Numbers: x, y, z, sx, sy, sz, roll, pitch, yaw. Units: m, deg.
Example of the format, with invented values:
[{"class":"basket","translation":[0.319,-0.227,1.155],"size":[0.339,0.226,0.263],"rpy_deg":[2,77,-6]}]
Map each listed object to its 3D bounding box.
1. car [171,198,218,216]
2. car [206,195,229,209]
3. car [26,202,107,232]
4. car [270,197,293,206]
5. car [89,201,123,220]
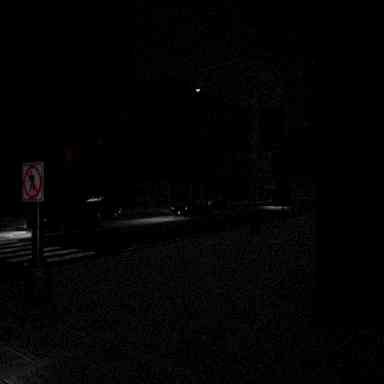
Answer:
[{"class":"car","translation":[0.149,1.494,30.728],"size":[1.895,1.301,4.718],"rpy_deg":[0,0,35]},{"class":"car","translation":[2.503,1.214,39.671],"size":[2.097,1.767,4.553],"rpy_deg":[0,0,35]},{"class":"car","translation":[-7.539,1.514,19.857],"size":[1.994,1.385,4.181],"rpy_deg":[0,0,35]},{"class":"car","translation":[13.172,1.148,48.994],"size":[2.097,1.767,4.553],"rpy_deg":[0,0,36]},{"class":"car","translation":[-7.534,1.443,25.494],"size":[1.837,1.490,4.892],"rpy_deg":[0,0,35]}]
